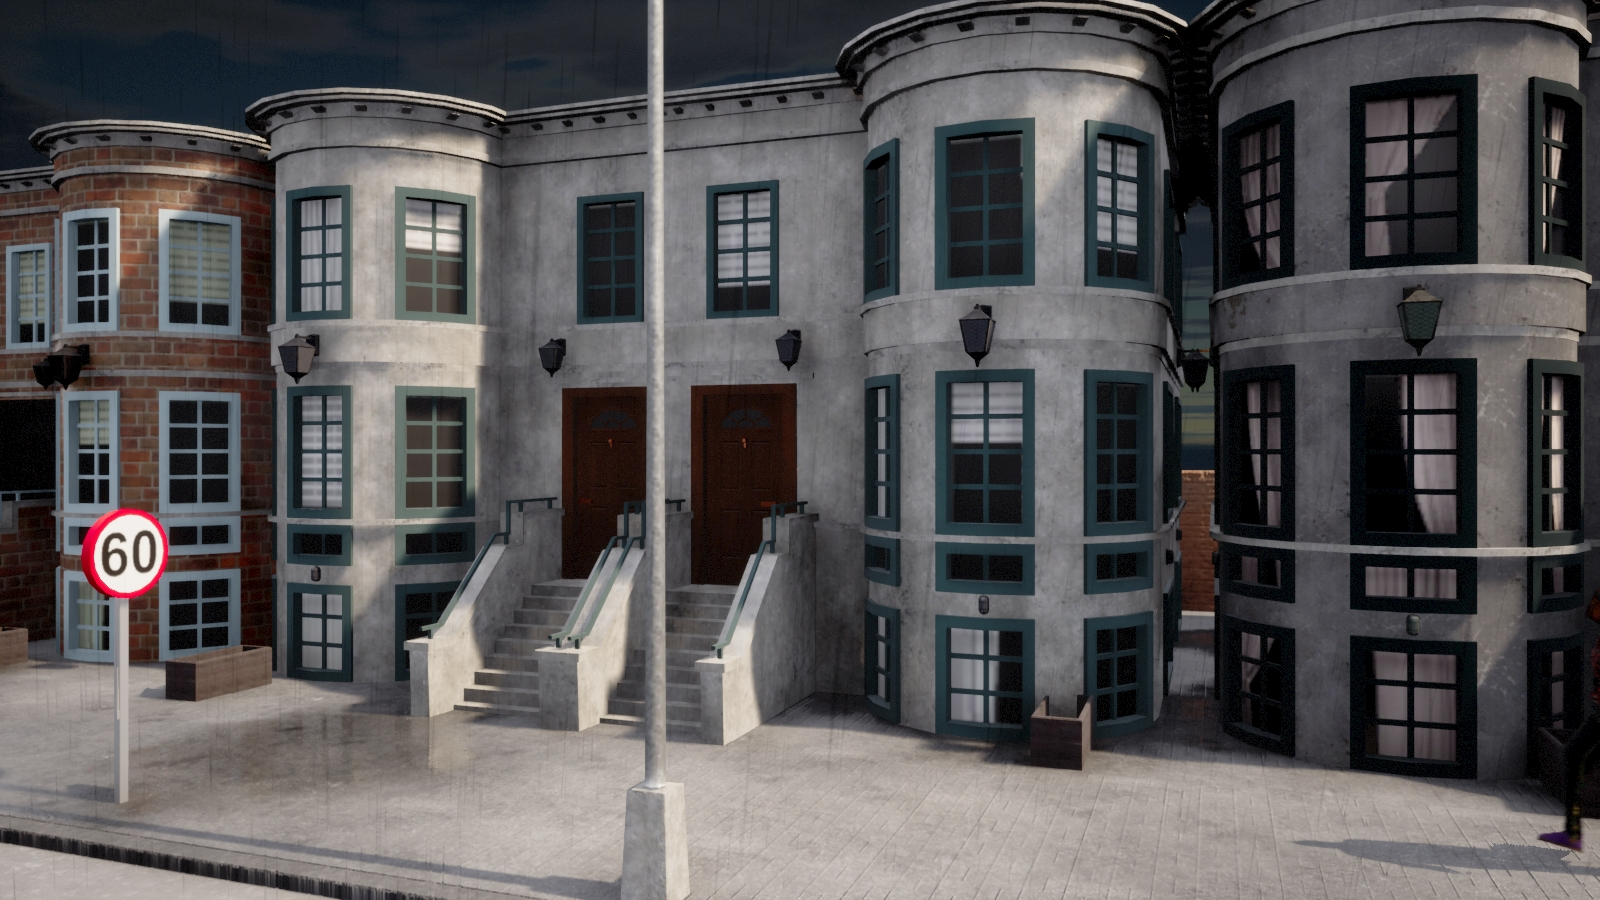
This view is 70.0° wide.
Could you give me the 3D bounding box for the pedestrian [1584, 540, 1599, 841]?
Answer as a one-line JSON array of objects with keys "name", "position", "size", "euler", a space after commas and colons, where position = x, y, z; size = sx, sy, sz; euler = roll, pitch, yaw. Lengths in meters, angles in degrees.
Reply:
[{"name": "pedestrian", "position": [5.256, 1.524, 7.260], "size": [0.375, 1.860, 0.375], "euler": [0, 0, 20]}]
